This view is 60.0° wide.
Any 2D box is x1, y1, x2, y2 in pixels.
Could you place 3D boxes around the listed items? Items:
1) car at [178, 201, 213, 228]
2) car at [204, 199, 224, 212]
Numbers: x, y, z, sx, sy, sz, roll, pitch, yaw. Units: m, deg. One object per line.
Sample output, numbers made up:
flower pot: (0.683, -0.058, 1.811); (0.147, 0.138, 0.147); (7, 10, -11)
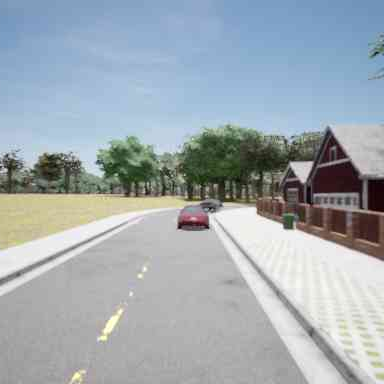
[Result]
car: (0.092, 1.558, 21.875); (1.994, 1.385, 4.181); (0, 0, 0)
car: (2.455, 1.554, 39.395); (1.837, 1.490, 4.892); (-1, -1, 18)
